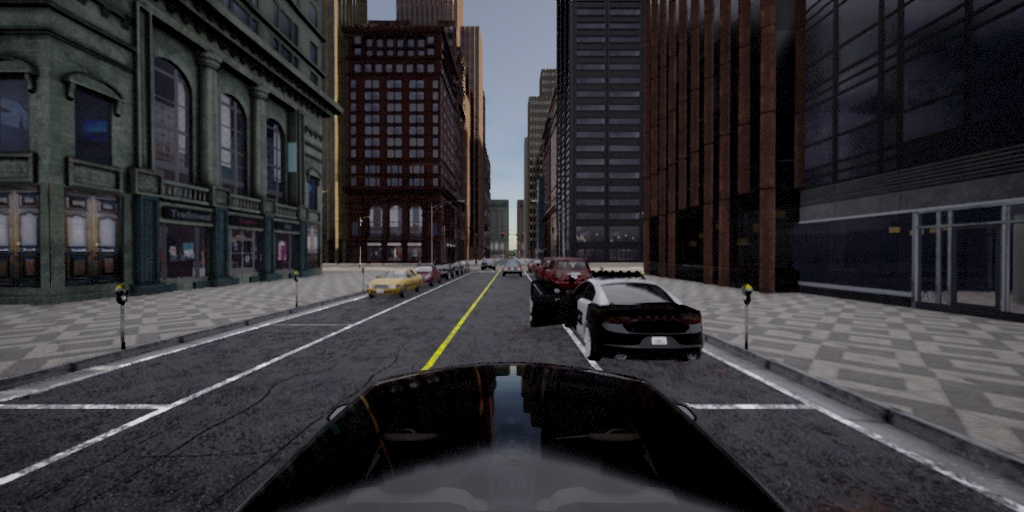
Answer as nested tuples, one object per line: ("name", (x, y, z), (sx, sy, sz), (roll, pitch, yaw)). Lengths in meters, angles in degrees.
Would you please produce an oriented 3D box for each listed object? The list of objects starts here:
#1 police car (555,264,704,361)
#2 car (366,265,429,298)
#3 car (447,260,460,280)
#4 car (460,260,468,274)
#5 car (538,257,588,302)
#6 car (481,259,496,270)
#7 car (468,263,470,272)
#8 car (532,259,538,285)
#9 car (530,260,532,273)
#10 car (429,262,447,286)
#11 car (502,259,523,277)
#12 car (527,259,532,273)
("police car", (2.364, 1.147, 8.341), (1.930, 1.638, 5.238), (0, 0, 0))
("car", (-5.768, 1.208, 18.077), (1.751, 1.417, 4.829), (0, 0, 0))
("car", (-5.771, 1.206, 29.520), (1.948, 1.339, 4.313), (0, 0, 0))
("car", (-5.773, 1.186, 35.156), (1.948, 1.339, 4.313), (0, 0, 0))
("car", (2.757, 0.996, 18.252), (2.192, 1.841, 5.009), (0, 0, 0))
("car", (-3.015, 1.125, 47.040), (2.033, 1.411, 5.357), (0, 0, 0))
("car", (-5.774, 1.151, 40.793), (2.007, 1.370, 4.403), (0, 0, 0))
("car", (2.756, 0.975, 23.888), (2.192, 1.841, 5.009), (0, 0, 0))
("car", (2.754, 1.205, 29.525), (1.948, 1.339, 4.313), (0, 0, 0))
("car", (-5.769, 1.243, 23.884), (1.802, 1.307, 4.207), (0, 0, 0))
("car", (0.050, 1.171, 34.050), (2.033, 1.411, 5.357), (0, 0, 0))
("car", (2.751, 1.040, 40.797), (1.967, 1.591, 4.097), (0, 0, 0))
